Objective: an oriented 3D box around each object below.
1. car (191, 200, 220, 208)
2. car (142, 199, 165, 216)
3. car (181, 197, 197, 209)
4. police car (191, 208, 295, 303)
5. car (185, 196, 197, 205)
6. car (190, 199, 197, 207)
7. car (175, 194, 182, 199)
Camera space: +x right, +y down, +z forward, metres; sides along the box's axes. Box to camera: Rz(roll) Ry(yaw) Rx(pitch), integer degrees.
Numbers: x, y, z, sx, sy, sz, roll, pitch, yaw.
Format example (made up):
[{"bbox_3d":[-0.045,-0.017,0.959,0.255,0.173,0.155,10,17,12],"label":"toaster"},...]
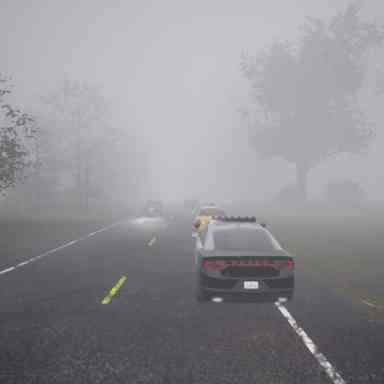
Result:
[{"bbox_3d":[1.001,1.446,18.474,1.801,1.575,5.366,0,0,0],"label":"car"},{"bbox_3d":[-3.685,1.469,32.519,2.128,1.511,4.902,0,0,0],"label":"car"},{"bbox_3d":[-0.083,1.436,45.636,1.882,1.535,5.008,0,0,0],"label":"car"},{"bbox_3d":[1.028,1.422,8.393,1.930,1.638,5.238,0,0,0],"label":"police car"},{"bbox_3d":[-0.159,1.494,59.655,1.994,1.385,4.181,0,0,0],"label":"car"},{"bbox_3d":[0.986,1.512,24.285,1.812,1.442,4.674,0,0,0],"label":"car"},{"bbox_3d":[-3.752,1.395,94.970,1.994,1.385,4.181,0,0,0],"label":"car"}]
